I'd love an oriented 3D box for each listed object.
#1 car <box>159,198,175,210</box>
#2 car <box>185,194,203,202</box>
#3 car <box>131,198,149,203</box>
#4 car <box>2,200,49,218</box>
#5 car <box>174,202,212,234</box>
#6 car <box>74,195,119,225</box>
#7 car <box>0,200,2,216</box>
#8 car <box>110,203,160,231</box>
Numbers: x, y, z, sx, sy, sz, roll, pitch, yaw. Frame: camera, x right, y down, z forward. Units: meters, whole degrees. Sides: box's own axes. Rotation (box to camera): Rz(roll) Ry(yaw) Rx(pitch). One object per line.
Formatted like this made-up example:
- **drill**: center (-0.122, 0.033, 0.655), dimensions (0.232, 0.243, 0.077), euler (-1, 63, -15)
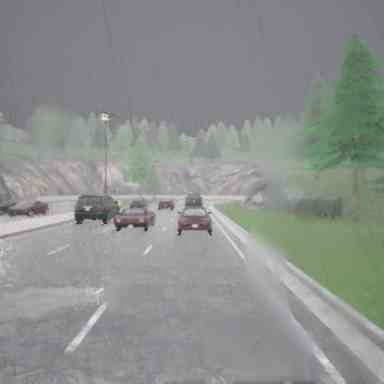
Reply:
- **car**: center (-3.260, 1.505, 43.522), dimensions (1.882, 1.535, 5.008), euler (0, 0, 1)
- **car**: center (0.234, 1.249, 42.853), dimensions (2.150, 2.045, 5.566), euler (0, 0, 0)
- **car**: center (-6.764, 1.532, 43.139), dimensions (1.837, 1.490, 4.892), euler (0, 0, 1)
- **car**: center (-14.991, 1.497, 30.714), dimensions (1.882, 1.535, 5.008), euler (0, 0, 0)
- **car**: center (0.154, 1.538, 19.047), dimensions (1.812, 1.442, 4.674), euler (0, 0, 0)
- **car**: center (-6.853, 1.237, 24.560), dimensions (2.150, 2.045, 5.566), euler (0, 0, 0)
- **car**: center (-18.480, 1.511, 32.221), dimensions (2.128, 1.511, 4.902), euler (0, 0, 0)
- **car**: center (-3.376, 1.614, 20.562), dimensions (1.895, 1.301, 4.718), euler (0, 0, 1)
